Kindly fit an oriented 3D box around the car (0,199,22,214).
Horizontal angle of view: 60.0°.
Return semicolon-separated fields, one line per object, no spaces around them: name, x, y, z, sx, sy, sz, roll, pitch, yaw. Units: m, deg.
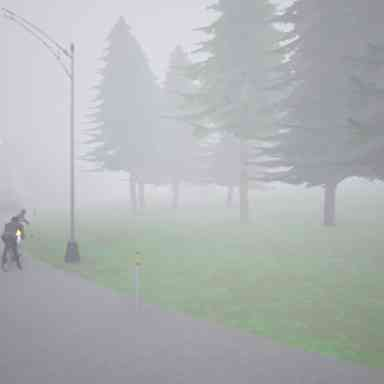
car;-21.719;1.544;38.740;2.097;1.767;4.553;0;1;-5

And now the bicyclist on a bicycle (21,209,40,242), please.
bicyclist on a bicycle;-8.106;1.646;15.787;1.656;1.620;0.582;-3;0;-4

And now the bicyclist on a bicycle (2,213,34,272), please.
bicyclist on a bicycle;-5.635;1.599;10.498;0.582;1.620;1.656;0;-1;-9
